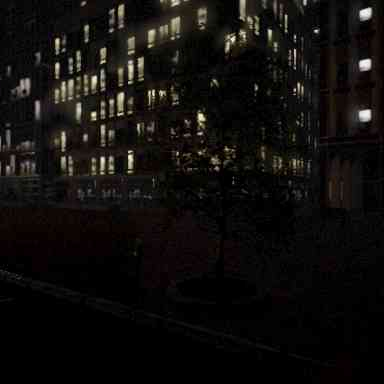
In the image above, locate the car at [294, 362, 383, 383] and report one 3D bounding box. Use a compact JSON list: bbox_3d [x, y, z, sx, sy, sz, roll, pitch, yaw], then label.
[{"bbox_3d":[2.437,1.545,1.129,4.507,1.381,1.887,0,0,36],"label":"car"}]
